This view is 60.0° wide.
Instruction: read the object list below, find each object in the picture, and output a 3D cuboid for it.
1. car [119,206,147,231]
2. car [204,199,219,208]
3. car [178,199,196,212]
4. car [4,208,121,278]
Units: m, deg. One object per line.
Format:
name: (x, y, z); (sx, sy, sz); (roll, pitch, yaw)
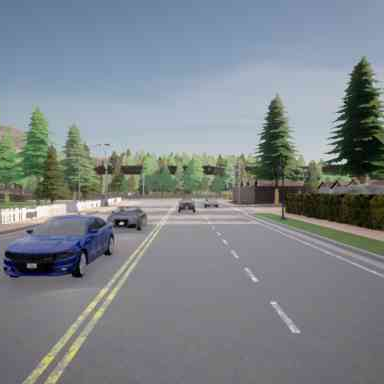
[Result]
car: (-3.917, 1.564, 20.352); (1.994, 1.385, 4.181); (0, 0, -1)
car: (2.699, 1.601, 47.713); (1.895, 1.301, 4.718); (0, 0, -1)
car: (-0.613, 1.526, 38.656); (1.812, 1.442, 4.674); (0, 0, -1)
car: (-3.798, 1.478, 10.385); (1.882, 1.535, 5.008); (0, 0, 0)
